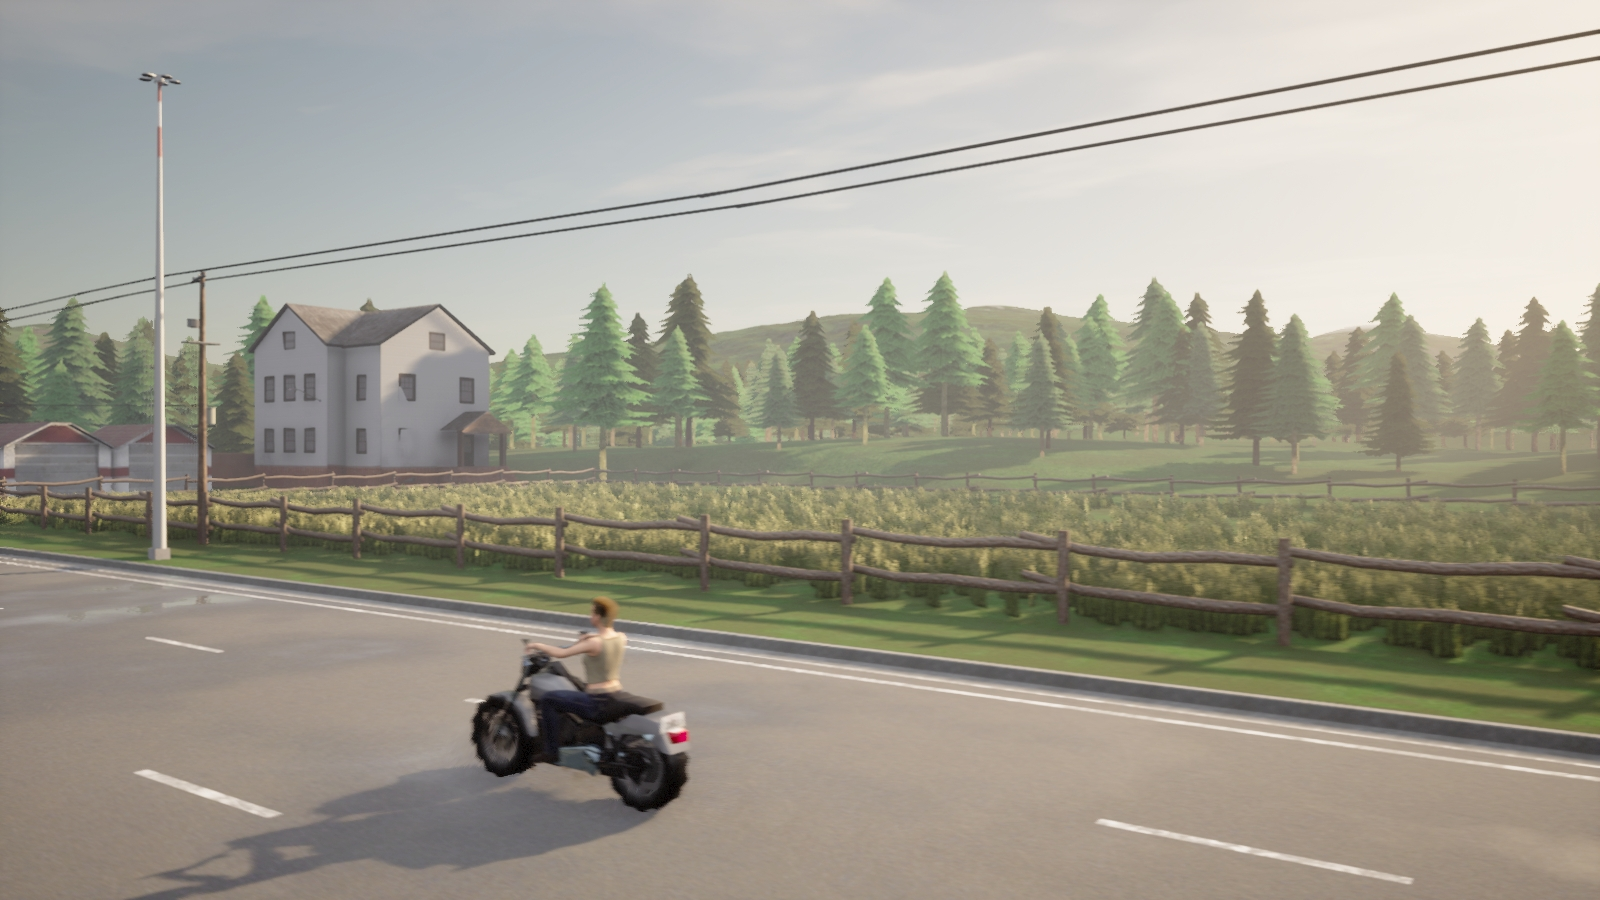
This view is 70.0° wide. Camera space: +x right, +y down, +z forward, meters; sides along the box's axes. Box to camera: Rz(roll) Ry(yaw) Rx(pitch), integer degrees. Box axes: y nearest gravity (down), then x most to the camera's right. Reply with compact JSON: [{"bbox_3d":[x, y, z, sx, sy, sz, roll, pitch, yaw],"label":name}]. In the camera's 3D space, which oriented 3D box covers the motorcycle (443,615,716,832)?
[{"bbox_3d":[-1.849,2.148,9.357,2.356,1.307,0.764,0,0,35],"label":"motorcycle"}]
